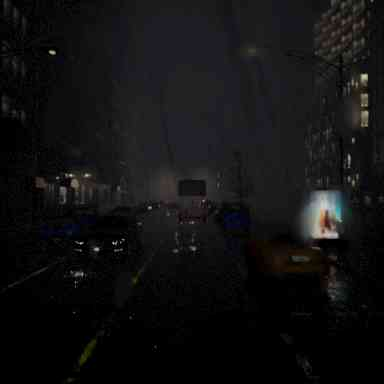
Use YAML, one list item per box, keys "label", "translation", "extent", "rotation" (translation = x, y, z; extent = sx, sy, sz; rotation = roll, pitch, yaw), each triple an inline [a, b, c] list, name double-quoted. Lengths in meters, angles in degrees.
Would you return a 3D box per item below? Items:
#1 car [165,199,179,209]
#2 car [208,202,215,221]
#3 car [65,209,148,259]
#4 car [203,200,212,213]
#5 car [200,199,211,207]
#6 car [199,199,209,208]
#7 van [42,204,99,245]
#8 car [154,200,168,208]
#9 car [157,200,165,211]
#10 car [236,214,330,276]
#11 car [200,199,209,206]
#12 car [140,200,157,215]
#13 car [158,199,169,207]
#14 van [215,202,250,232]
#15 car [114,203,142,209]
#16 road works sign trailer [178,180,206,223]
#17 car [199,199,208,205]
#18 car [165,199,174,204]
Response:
- label: "car"
  translation: [-3.068, 2.150, 54.486]
  extent: [1.895, 1.301, 4.718]
  rotation: [0, -1, 0]
- label: "car"
  translation: [2.696, 1.826, 27.401]
  extent: [2.008, 1.369, 4.403]
  rotation: [0, -1, 0]
- label: "car"
  translation: [-3.100, 1.638, 13.226]
  extent: [1.837, 1.490, 4.892]
  rotation: [0, -1, 0]
- label: "car"
  translation: [2.696, 1.941, 38.778]
  extent: [2.008, 1.369, 4.403]
  rotation: [0, -1, 0]
- label: "car"
  translation: [2.696, 2.225, 67.222]
  extent: [1.887, 1.381, 4.507]
  rotation: [0, -1, 0]
- label: "car"
  translation: [2.696, 2.114, 55.844]
  extent: [2.008, 1.369, 4.403]
  rotation: [0, -1, 0]
- label: "van"
  translation: [-5.682, 1.502, 16.046]
  extent: [1.690, 1.788, 3.998]
  rotation: [0, -1, 0]
- label: "car"
  translation: [-5.685, 2.172, 61.555]
  extent: [2.008, 1.369, 4.403]
  rotation: [0, -1, 0]
- label: "car"
  translation: [-5.683, 1.946, 50.179]
  extent: [1.967, 1.590, 4.097]
  rotation: [0, -1, 0]
- label: "car"
  translation: [2.697, 1.631, 10.505]
  extent: [1.752, 1.417, 4.829]
  rotation: [0, -1, 0]
- label: "car"
  translation: [2.696, 2.320, 72.910]
  extent: [1.802, 1.307, 4.206]
  rotation: [0, -1, 0]
- label: "car"
  translation: [-5.684, 1.941, 38.799]
  extent: [2.008, 1.369, 4.403]
  rotation: [0, -1, 0]
- label: "car"
  translation: [-5.685, 2.224, 67.243]
  extent: [1.887, 1.381, 4.507]
  rotation: [0, -1, 0]
- label: "van"
  translation: [2.698, 1.559, 21.715]
  extent: [1.690, 1.788, 3.998]
  rotation: [0, -1, 0]
- label: "car"
  translation: [-5.684, 1.841, 27.422]
  extent: [1.947, 1.339, 4.313]
  rotation: [0, -1, 0]
- label: "road works sign trailer"
  translation: [0.024, 0.749, 28.375]
  extent: [2.380, 3.560, 2.880]
  rotation: [0, -1, 0]
- label: "car"
  translation: [2.696, 2.348, 78.599]
  extent: [2.008, 1.369, 4.403]
  rotation: [0, -1, 0]
- label: "car"
  translation: [-5.685, 2.401, 84.310]
  extent: [1.887, 1.381, 4.507]
  rotation: [0, -1, 0]
